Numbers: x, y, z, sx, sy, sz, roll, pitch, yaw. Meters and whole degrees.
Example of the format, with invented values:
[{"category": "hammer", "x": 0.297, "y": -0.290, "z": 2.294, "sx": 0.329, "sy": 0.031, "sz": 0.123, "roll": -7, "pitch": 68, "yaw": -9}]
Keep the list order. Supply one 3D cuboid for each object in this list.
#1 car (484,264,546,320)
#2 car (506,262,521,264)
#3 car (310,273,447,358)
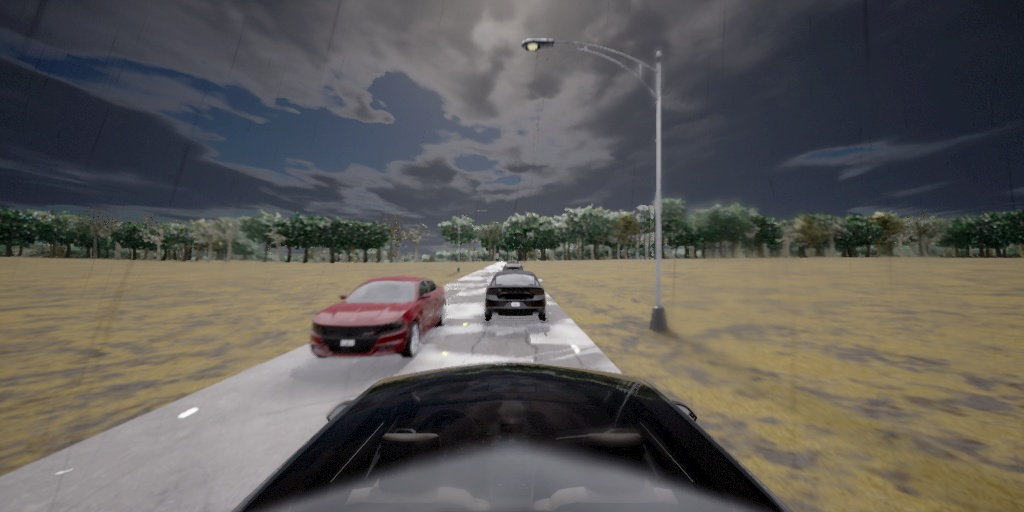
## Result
[{"category": "car", "x": 0.101, "y": 1.231, "z": 12.702, "sx": 1.882, "sy": 1.535, "sz": 5.008, "roll": 0, "pitch": 0, "yaw": 0}, {"category": "car", "x": 0.102, "y": 1.263, "z": 31.753, "sx": 1.837, "sy": 1.490, "sz": 4.892, "roll": 0, "pitch": 0, "yaw": 0}, {"category": "car", "x": -2.849, "y": 1.230, "z": 8.705, "sx": 1.882, "sy": 1.535, "sz": 5.008, "roll": 0, "pitch": 0, "yaw": 0}]
